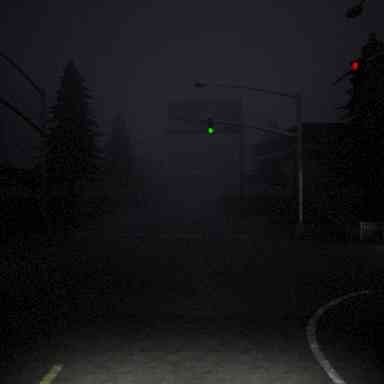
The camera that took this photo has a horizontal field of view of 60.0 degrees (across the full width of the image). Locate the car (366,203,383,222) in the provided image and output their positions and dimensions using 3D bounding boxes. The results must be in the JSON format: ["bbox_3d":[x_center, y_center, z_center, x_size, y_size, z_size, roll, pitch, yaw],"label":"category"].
[{"bbox_3d":[18.746,1.827,30.335,4.611,1.667,2.242,0,0,0],"label":"car"}]

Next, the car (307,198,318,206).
[{"bbox_3d":[22.610,1.878,63.725,1.970,1.475,3.806,0,0,0],"label":"car"}]

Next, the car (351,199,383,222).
[{"bbox_3d":[14.410,1.631,24.673,3.866,1.878,1.905,0,0,0],"label":"car"}]

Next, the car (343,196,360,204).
[{"bbox_3d":[35.027,1.855,71.496,2.007,1.523,4.514,0,0,0],"label":"car"}]
